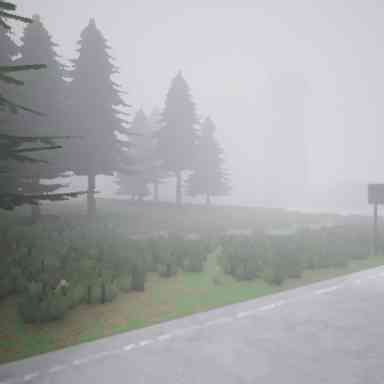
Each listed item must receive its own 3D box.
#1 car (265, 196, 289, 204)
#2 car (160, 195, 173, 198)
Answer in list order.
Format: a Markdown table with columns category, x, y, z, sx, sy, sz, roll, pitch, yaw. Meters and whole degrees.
| category | x | y | z | sx | sy | sz | roll | pitch | yaw |
| --- | --- | --- | --- | --- | --- | --- | --- | --- | --- |
| car | 12.828 | 1.394 | 50.437 | 3.988 | 1.617 | 1.851 | 0 | 0 | -35 |
| car | -6.397 | 1.456 | 77.274 | 4.181 | 1.381 | 1.994 | 0 | 0 | -35 |
